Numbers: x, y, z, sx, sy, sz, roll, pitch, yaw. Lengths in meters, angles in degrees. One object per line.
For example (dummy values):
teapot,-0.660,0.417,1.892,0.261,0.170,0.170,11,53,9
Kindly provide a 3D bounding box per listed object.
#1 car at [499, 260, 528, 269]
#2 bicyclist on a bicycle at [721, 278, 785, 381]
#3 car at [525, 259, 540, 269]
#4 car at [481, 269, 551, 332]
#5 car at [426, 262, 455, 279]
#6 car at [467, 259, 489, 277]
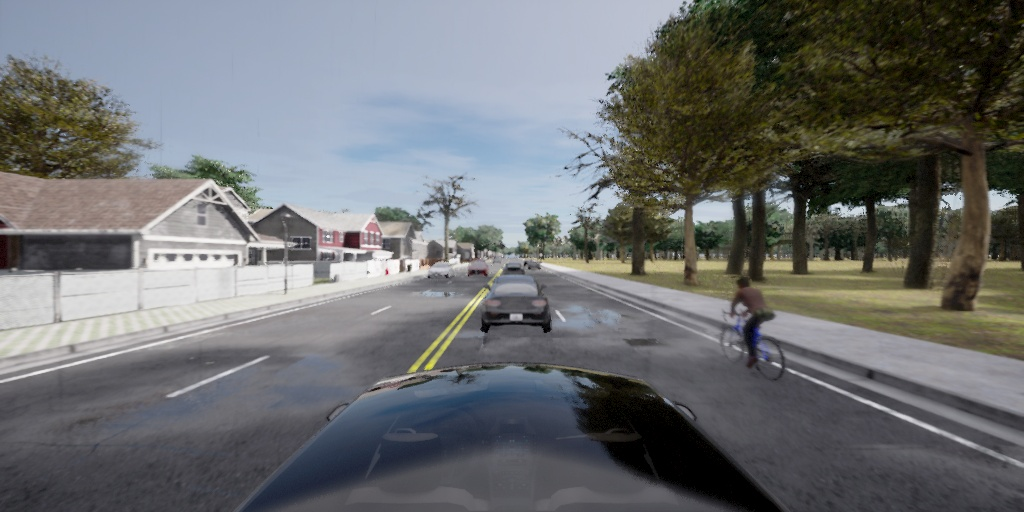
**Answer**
car,0.122,1.310,30.213,1.837,1.490,4.892,0,0,0
bicyclist on a bicycle,4.150,1.213,6.287,0.582,1.620,1.656,0,0,0
car,3.392,1.342,56.170,2.128,1.511,4.902,0,0,0
car,0.104,1.293,10.828,1.812,1.442,4.674,0,0,0
car,-6.573,1.334,33.463,1.812,1.442,4.674,0,0,0
car,-3.319,1.293,36.118,1.882,1.535,5.008,0,0,0
